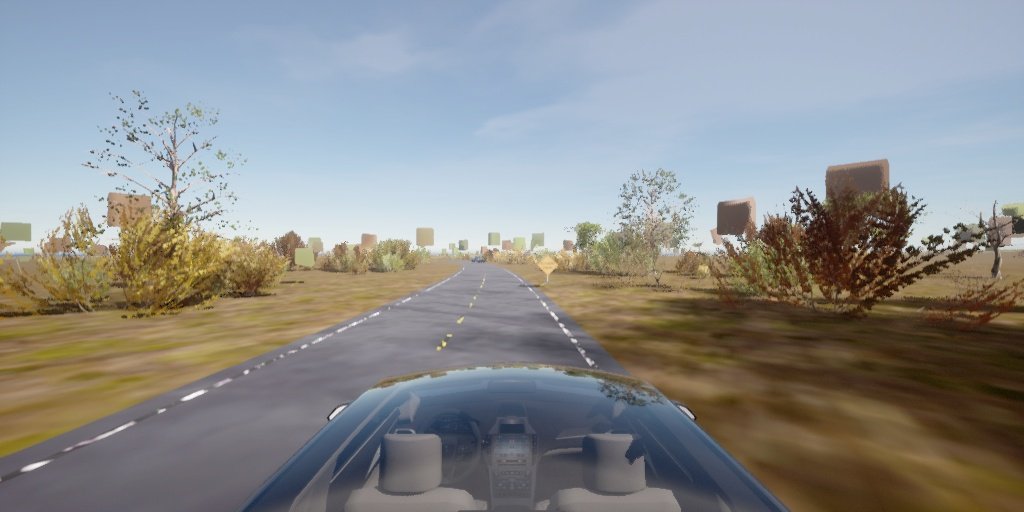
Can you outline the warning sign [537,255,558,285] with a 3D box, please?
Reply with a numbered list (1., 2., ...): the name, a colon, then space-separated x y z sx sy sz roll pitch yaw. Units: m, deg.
1. warning sign: 2.215 0.849 22.311 1.300 1.860 1.060 0 0 -2
